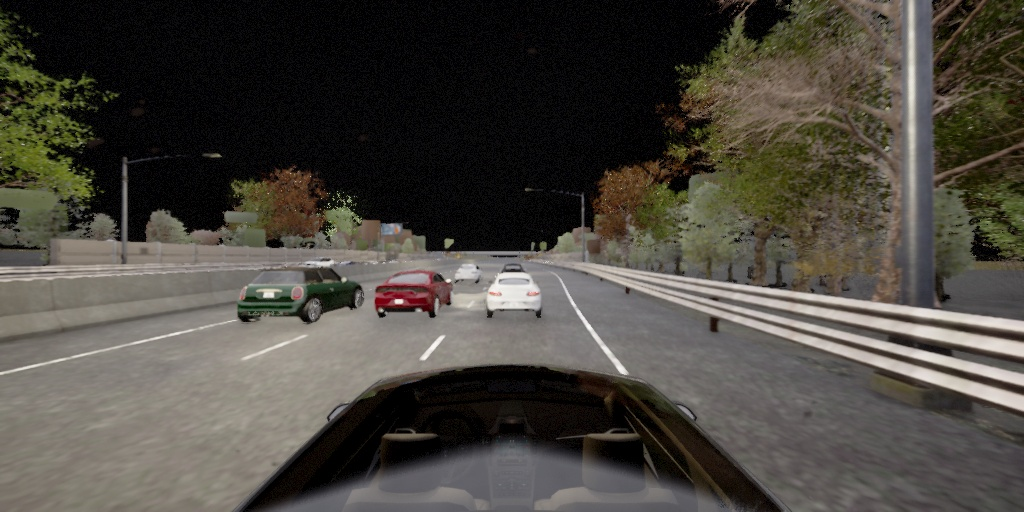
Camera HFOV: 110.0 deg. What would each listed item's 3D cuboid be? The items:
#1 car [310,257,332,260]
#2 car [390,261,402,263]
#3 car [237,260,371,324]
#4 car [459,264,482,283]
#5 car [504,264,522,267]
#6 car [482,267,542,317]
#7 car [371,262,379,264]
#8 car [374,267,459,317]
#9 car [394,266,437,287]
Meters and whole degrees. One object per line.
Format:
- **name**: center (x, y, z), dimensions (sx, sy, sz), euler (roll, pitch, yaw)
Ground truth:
- **car**: center (-28.021, 1.180, 52.028), dimensions (2.150, 2.045, 5.566), euler (0, 0, 0)
- **car**: center (-17.528, 1.493, 53.794), dimensions (1.812, 1.442, 4.674), euler (0, 0, 0)
- **car**: center (-6.925, 1.140, 12.357), dimensions (2.097, 1.767, 4.553), euler (0, 0, 0)
- **car**: center (-3.410, 1.378, 28.710), dimensions (1.812, 1.442, 4.674), euler (0, 0, 0)
- **car**: center (0.086, 1.355, 27.745), dimensions (1.837, 1.490, 4.892), euler (0, 0, 0)
- **car**: center (0.079, 1.317, 13.229), dimensions (1.812, 1.442, 4.674), euler (0, 0, 0)
- **car**: center (-21.022, 1.566, 53.281), dimensions (1.895, 1.301, 4.718), euler (0, 0, 1)
- **car**: center (-3.417, 1.270, 13.336), dimensions (1.882, 1.535, 5.008), euler (0, -1, 0)
- **car**: center (-6.925, 1.443, 26.261), dimensions (1.895, 1.301, 4.718), euler (0, 0, 0)
